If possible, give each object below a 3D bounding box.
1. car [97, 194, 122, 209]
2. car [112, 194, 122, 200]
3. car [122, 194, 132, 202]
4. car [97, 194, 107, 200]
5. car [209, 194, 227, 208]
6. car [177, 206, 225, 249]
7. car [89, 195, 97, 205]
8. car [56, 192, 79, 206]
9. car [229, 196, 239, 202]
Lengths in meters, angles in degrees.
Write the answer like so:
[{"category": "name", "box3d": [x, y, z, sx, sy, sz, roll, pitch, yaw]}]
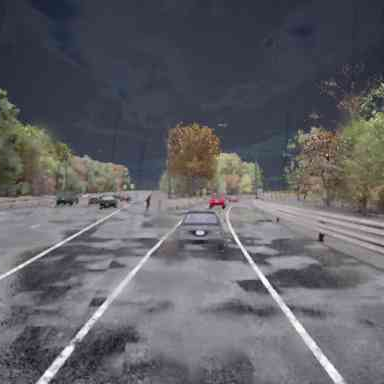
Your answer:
[{"category": "car", "box3d": [-10.509, 1.324, 42.508, 1.882, 1.535, 5.008, 0, 0, -7]}, {"category": "car", "box3d": [-19.044, 1.195, 84.826, 1.837, 1.490, 4.892, 0, 0, -7]}, {"category": "car", "box3d": [-13.731, 1.111, 69.838, 2.097, 1.767, 4.553, 0, 0, -7]}, {"category": "car", "box3d": [-22.253, 1.219, 82.118, 1.812, 1.442, 4.674, 0, 0, -7]}, {"category": "car", "box3d": [3.781, 1.315, 48.068, 2.150, 2.045, 5.566, 0, 0, 9]}, {"category": "car", "box3d": [0.410, 1.545, 14.571, 2.033, 1.411, 5.357, 0, 0, 3]}, {"category": "car", "box3d": [-15.308, 1.307, 53.498, 1.837, 1.490, 4.892, 0, 0, -7]}, {"category": "car", "box3d": [-18.328, 1.028, 49.181, 2.150, 2.045, 5.566, 0, 0, -7]}, {"category": "car", "box3d": [9.922, 1.703, 78.503, 1.994, 1.385, 4.181, 0, 0, 15]}]
